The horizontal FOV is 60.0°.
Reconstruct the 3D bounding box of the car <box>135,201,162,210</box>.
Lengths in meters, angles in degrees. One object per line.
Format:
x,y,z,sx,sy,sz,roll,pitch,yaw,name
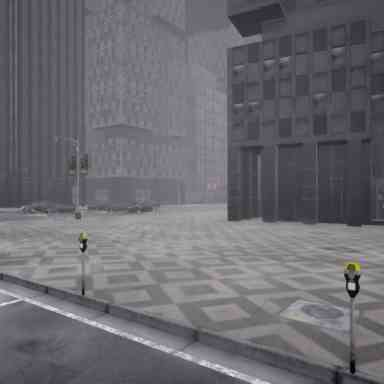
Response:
-7.769,2.356,59.644,1.882,1.535,5.008,0,-1,36,car

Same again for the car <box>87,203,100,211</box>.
-13.780,2.283,51.335,1.895,1.301,4.718,0,-1,36,car

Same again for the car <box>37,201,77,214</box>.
-16.659,2.059,41.763,1.994,1.385,4.181,0,-1,35,car

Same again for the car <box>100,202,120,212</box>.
-10.696,2.237,50.060,2.033,1.411,5.357,0,-1,36,car

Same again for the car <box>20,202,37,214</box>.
-19.644,1.983,43.158,2.128,1.511,4.902,0,-1,36,car

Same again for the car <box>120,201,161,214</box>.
-6.762,2.132,44.060,1.837,1.490,4.892,0,-1,36,car
